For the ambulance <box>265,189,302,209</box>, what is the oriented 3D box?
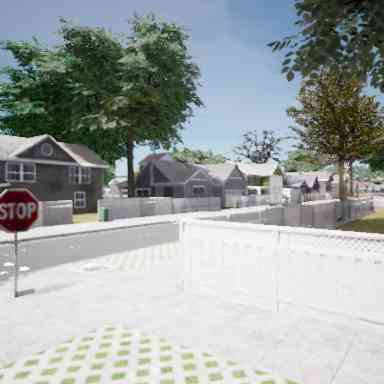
[{"bbox_3d":[10.318,0.895,37.477,2.351,2.431,6.366,-1,0,35],"label":"ambulance"}]
